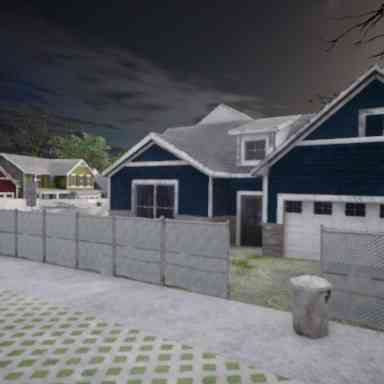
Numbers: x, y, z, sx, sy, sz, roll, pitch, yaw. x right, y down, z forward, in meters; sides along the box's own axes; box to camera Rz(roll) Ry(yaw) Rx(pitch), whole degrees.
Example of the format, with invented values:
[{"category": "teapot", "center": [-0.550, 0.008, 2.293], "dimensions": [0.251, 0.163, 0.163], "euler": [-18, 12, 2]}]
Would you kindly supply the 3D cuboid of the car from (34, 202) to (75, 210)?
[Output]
[{"category": "car", "center": [-13.317, 1.705, 32.508], "dimensions": [1.812, 1.442, 4.674], "euler": [1, 0, 19]}]
